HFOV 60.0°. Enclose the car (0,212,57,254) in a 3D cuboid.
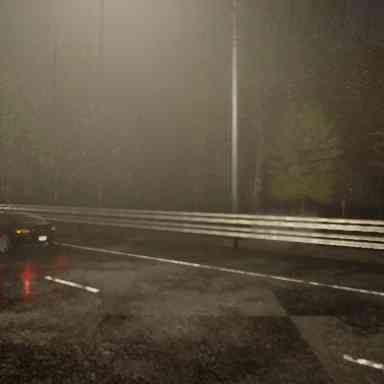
[{"bbox_3d":[-7.374,1.540,13.610,4.674,1.442,1.812,0,0,36],"label":"car"}]
